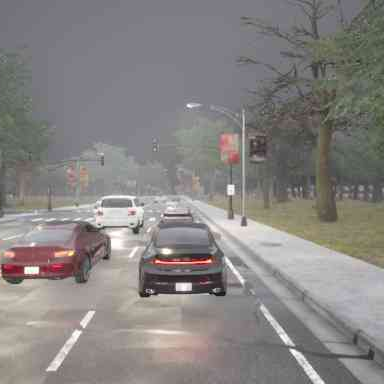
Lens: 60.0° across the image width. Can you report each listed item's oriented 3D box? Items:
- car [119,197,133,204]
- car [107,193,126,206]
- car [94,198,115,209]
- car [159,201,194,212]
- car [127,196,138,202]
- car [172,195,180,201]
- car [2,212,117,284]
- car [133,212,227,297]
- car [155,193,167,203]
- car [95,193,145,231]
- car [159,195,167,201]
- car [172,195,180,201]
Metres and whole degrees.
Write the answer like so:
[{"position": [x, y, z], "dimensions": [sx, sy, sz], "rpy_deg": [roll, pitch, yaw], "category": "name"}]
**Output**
[{"position": [-12.954, 1.639, 65.625], "dimensions": [1.895, 1.301, 4.718], "rpy_deg": [0, 0, -2], "category": "car"}, {"position": [-12.528, 1.248, 55.752], "dimensions": [2.150, 2.045, 5.566], "rpy_deg": [0, 0, -2], "category": "car"}, {"position": [-12.059, 1.544, 45.961], "dimensions": [1.812, 1.442, 4.674], "rpy_deg": [0, 0, -3], "category": "car"}, {"position": [-0.870, 1.495, 18.884], "dimensions": [2.128, 1.511, 4.902], "rpy_deg": [0, 0, -3], "category": "car"}, {"position": [-13.436, 1.618, 75.931], "dimensions": [1.895, 1.301, 4.718], "rpy_deg": [0, 0, -3], "category": "car"}, {"position": [-4.189, 1.472, 86.393], "dimensions": [2.128, 1.511, 4.902], "rpy_deg": [0, 0, -3], "category": "car"}, {"position": [-3.566, 1.527, 9.469], "dimensions": [1.812, 1.442, 4.674], "rpy_deg": [0, 0, -3], "category": "car"}, {"position": [-0.264, 1.506, 8.569], "dimensions": [1.837, 1.490, 4.892], "rpy_deg": [0, 0, -3], "category": "car"}, {"position": [-6.604, 1.265, 70.086], "dimensions": [2.150, 2.045, 5.566], "rpy_deg": [0, 0, -3], "category": "car"}, {"position": [-4.016, 1.225, 19.214], "dimensions": [2.150, 2.045, 5.566], "rpy_deg": [0, 0, -5], "category": "car"}, {"position": [-7.476, 1.548, 87.067], "dimensions": [1.882, 1.535, 5.008], "rpy_deg": [0, 0, -3], "category": "car"}, {"position": [-3.677, 1.591, 75.990], "dimensions": [2.033, 1.411, 5.357], "rpy_deg": [0, 0, -3], "category": "car"}]
